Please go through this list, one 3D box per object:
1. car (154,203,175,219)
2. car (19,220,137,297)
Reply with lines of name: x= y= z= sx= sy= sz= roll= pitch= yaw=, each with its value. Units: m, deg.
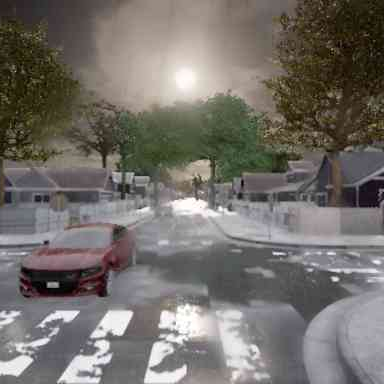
car: x=-2.762 y=1.929 z=34.036 sx=2.128 sy=1.511 sz=4.902 roll=0 pitch=-1 yaw=0
car: x=-2.753 y=1.595 z=9.083 sx=1.882 sy=1.535 sz=5.008 roll=0 pitch=-1 yaw=0
